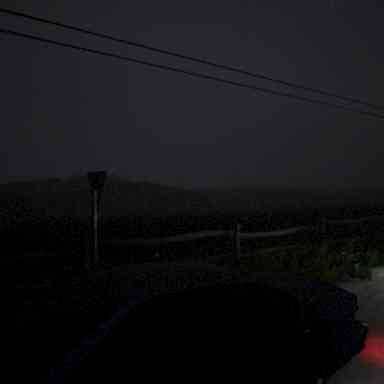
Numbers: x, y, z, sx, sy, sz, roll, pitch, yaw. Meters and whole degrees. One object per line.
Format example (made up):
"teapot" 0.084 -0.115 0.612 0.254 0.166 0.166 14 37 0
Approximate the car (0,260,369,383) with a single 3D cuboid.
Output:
"car" -0.451 1.504 3.320 5.357 1.411 2.033 -1 1 -33
